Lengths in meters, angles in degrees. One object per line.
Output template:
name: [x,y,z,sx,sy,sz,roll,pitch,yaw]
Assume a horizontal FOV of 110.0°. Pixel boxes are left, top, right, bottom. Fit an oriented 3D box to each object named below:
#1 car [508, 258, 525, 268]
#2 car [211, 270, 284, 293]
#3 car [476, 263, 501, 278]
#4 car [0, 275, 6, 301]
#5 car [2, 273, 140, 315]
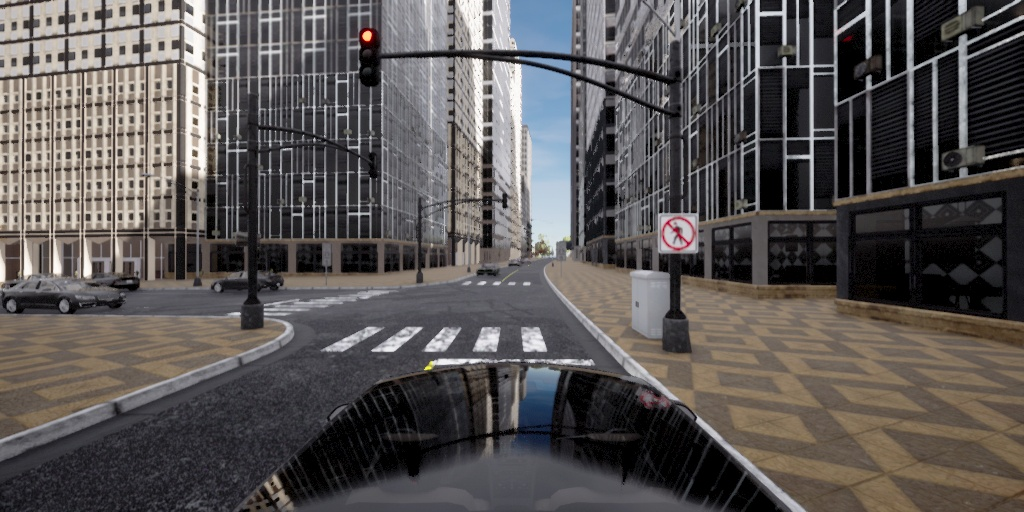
car: [0.478,1.190,59.485,2.033,1.411,5.357,0,0,7]
car: [-16.847,1.591,22.878,4.403,1.370,2.007,0,0,9]
car: [-2.204,1.322,33.866,1.895,1.301,4.718,0,0,4]
car: [-30.135,1.800,19.110,4.181,1.385,1.994,-1,0,9]
car: [-18.148,1.555,14.599,4.403,1.370,2.007,0,0,9]
